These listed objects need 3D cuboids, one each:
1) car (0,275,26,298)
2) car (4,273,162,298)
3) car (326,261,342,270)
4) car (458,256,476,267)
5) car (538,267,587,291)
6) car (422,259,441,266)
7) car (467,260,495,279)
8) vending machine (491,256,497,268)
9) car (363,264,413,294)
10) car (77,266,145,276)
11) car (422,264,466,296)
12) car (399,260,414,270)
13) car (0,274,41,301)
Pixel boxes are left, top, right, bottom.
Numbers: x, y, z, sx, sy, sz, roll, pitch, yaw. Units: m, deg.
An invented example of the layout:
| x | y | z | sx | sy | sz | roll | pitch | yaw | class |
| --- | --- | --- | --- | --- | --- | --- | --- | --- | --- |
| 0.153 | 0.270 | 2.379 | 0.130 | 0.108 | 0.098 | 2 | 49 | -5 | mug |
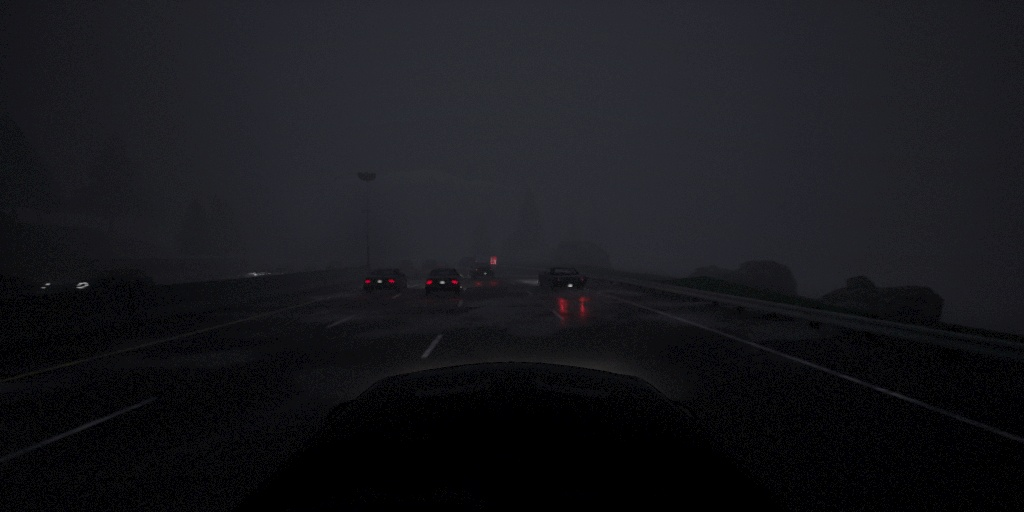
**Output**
| x | y | z | sx | sy | sz | roll | pitch | yaw | class |
| --- | --- | --- | --- | --- | --- | --- | --- | --- | --- |
| -25.363 | 1.669 | 16.731 | 1.837 | 1.490 | 4.892 | -1 | 0 | -6 | car |
| -18.223 | 1.648 | 15.868 | 1.895 | 1.301 | 4.718 | -1 | 0 | -5 | car |
| -28.264 | 1.574 | 57.062 | 2.097 | 1.767 | 4.553 | -1 | 0 | -22 | car |
| -7.898 | 1.113 | 63.821 | 2.150 | 2.045 | 5.566 | 0 | 0 | -23 | car |
| 2.860 | 1.309 | 21.610 | 1.895 | 1.301 | 4.718 | -1 | 0 | -7 | car |
| -13.217 | 1.328 | 57.589 | 2.097 | 1.767 | 4.553 | -1 | 0 | -21 | car |
| -2.779 | 1.328 | 33.117 | 1.812 | 1.442 | 4.674 | -1 | 0 | -12 | car |
| -3.210 | 1.012 | 64.620 | 1.100 | 2.100 | 0.880 | 0 | 0 | -22 | vending machine |
| -7.535 | 1.424 | 21.726 | 2.033 | 1.411 | 5.357 | -1 | 0 | -10 | car |
| -22.146 | 1.463 | 19.405 | 2.097 | 1.767 | 4.553 | -1 | 0 | -7 | car |
| -3.853 | 1.364 | 20.267 | 2.033 | 1.411 | 5.357 | -1 | 0 | -9 | car |
| -17.548 | 1.398 | 59.139 | 2.097 | 1.767 | 4.553 | -1 | 0 | -22 | car |
| -29.072 | 1.771 | 18.793 | 2.033 | 1.411 | 5.357 | -1 | 0 | -7 | car |
